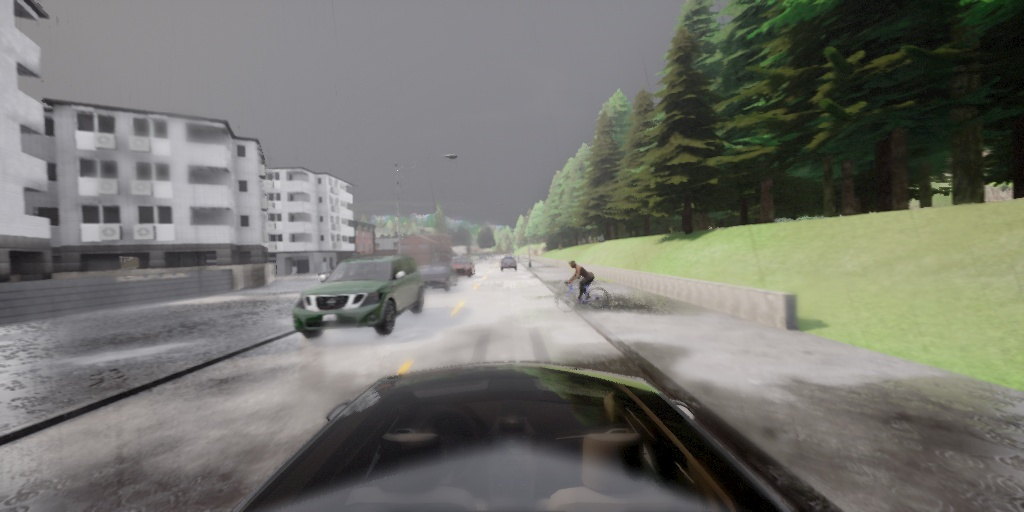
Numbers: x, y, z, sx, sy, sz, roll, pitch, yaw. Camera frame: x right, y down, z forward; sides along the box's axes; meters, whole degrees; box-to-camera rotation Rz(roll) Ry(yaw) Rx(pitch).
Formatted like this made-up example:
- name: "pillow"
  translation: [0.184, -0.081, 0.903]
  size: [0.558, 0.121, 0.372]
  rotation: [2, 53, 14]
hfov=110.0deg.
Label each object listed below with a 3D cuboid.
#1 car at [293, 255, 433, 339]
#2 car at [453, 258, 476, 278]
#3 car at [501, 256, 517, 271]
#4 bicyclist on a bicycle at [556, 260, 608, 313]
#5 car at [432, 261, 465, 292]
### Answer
- name: "car"
  translation: [-4.221, 1.034, 10.980]
  size: [2.150, 2.045, 5.566]
  rotation: [-2, 1, -1]
- name: "car"
  translation: [-4.439, 0.946, 31.525]
  size: [2.097, 1.767, 4.553]
  rotation: [-2, 1, -1]
- name: "car"
  translation: [-0.372, 0.883, 40.437]
  size: [2.033, 1.411, 5.357]
  rotation: [-2, 1, -1]
- name: "bicyclist on a bicycle"
  translation: [2.147, 0.933, 11.259]
  size: [1.656, 1.620, 0.582]
  rotation: [-7, 1, -1]
- name: "car"
  translation: [-4.328, 1.251, 21.237]
  size: [2.033, 1.411, 5.357]
  rotation: [-2, 1, -1]
